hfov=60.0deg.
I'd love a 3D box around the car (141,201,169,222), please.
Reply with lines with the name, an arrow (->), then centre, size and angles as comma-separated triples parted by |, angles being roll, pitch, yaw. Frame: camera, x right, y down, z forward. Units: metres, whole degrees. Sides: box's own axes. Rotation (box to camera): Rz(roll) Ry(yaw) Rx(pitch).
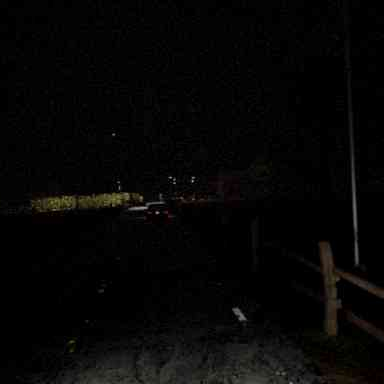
car -> -2.976, 1.688, 28.342 | 2.033, 1.411, 5.357 | -3, 0, -6

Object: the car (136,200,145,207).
car -> -10.019, 2.274, 65.854 | 1.895, 1.301, 4.718 | -3, -1, -6
